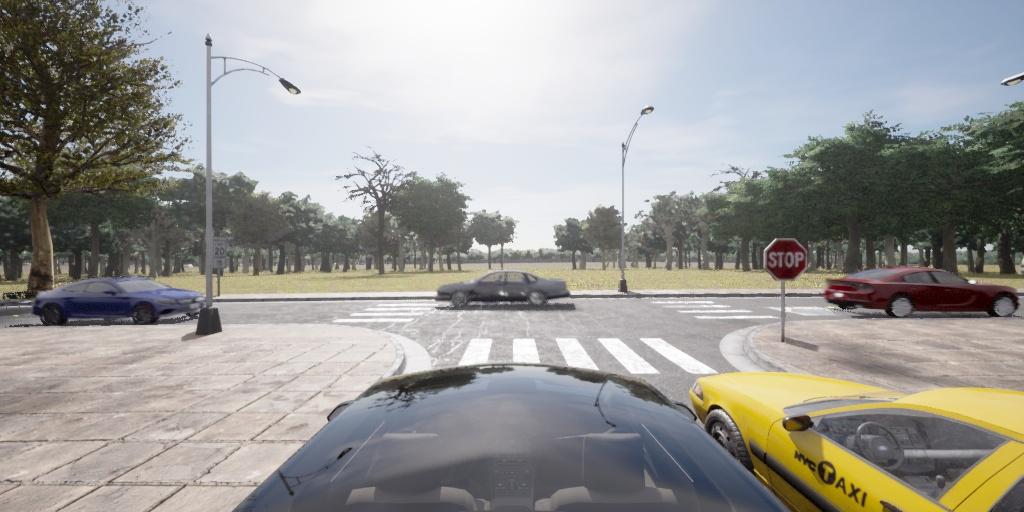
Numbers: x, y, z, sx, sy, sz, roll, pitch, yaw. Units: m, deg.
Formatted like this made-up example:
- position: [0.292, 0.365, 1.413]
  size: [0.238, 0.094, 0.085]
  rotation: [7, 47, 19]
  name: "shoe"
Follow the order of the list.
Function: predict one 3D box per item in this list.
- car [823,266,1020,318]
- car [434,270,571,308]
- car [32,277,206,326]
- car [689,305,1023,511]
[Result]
- position: [13.063, 1.097, 11.613]
  size: [5.008, 1.535, 1.882]
  rotation: [0, 0, 0]
  name: "car"
- position: [-0.363, 1.275, 14.674]
  size: [5.357, 1.411, 2.033]
  rotation: [-1, 0, 0]
  name: "car"
- position: [-12.790, 1.420, 11.834]
  size: [4.674, 1.442, 1.812]
  rotation: [-1, 0, 0]
  name: "car"
- position: [2.638, 1.275, 1.733]
  size: [1.751, 1.417, 4.829]
  rotation: [0, 0, 0]
  name: "car"
